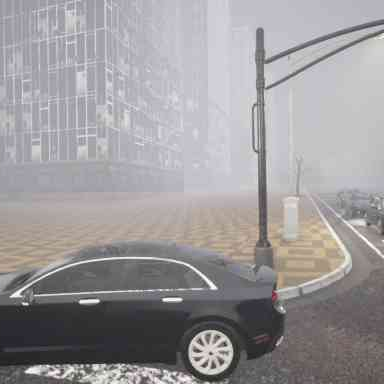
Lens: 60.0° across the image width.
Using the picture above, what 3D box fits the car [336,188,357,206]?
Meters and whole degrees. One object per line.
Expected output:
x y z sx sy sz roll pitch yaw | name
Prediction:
12.799 0.454 26.897 2.128 1.511 4.902 -1 2 18 | car

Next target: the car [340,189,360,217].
10.849 0.759 20.819 1.994 1.385 4.181 -1 2 17 | car

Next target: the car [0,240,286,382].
-1.173 1.505 4.800 4.892 1.490 1.837 0 0 0 | car

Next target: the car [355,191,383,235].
8.846 0.928 14.510 2.128 1.511 4.902 -1 2 18 | car
